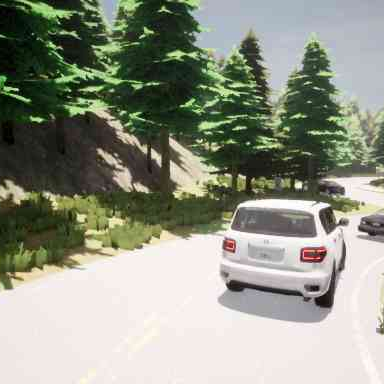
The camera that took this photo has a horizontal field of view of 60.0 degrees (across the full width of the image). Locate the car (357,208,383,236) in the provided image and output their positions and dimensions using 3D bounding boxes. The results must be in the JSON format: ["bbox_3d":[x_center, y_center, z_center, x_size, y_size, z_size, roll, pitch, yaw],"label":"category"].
[{"bbox_3d":[10.132,1.410,15.808,5.357,1.411,2.033,-1,5,-32],"label":"car"}]

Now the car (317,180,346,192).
[{"bbox_3d":[16.074,-0.561,38.909,1.882,1.535,5.008,-1,5,-2],"label":"car"}]

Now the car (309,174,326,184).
[{"bbox_3d":[22.062,-2.333,58.231,1.882,1.535,5.008,3,6,31],"label":"car"}]

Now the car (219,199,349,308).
[{"bbox_3d":[2.551,1.198,8.361,2.150,2.045,5.566,3,2,27],"label":"car"}]
